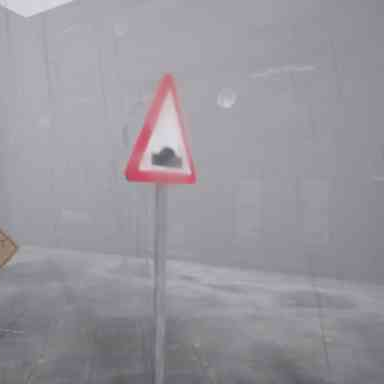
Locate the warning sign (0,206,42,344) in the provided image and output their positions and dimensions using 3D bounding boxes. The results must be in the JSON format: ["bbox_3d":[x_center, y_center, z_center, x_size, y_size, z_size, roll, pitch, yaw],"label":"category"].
[{"bbox_3d":[-3.135,1.159,4.817,1.060,1.860,1.300,2,-1,29],"label":"warning sign"}]
